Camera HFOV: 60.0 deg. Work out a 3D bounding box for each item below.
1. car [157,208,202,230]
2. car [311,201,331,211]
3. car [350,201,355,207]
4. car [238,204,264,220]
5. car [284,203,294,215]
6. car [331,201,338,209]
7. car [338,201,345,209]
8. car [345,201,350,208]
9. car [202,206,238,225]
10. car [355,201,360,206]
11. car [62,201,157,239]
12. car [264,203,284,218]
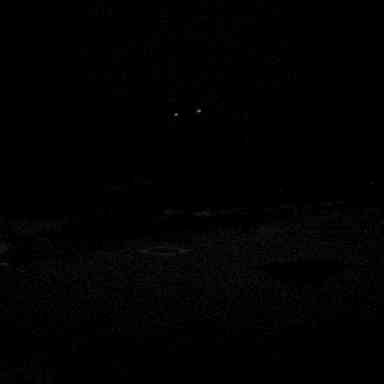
[{"bbox_3d":[-1.433,1.786,22.839,1.802,1.307,4.206,0,-1,35],"label":"car"},{"bbox_3d":[20.476,2.286,53.665,2.008,1.369,4.403,0,-1,35],"label":"car"},{"bbox_3d":[32.995,2.602,71.279,1.947,1.339,4.313,0,-1,35],"label":"car"},{"bbox_3d":[4.827,1.922,31.647,1.947,1.339,4.313,0,-1,35],"label":"car"},{"bbox_3d":[11.087,2.059,40.454,2.008,1.369,4.403,0,-1,35],"label":"car"},{"bbox_3d":[23.508,2.334,57.930,1.752,1.417,4.829,0,-1,35],"label":"car"},{"bbox_3d":[26.736,2.452,62.471,1.947,1.339,4.313,0,-1,35],"label":"car"},{"bbox_3d":[29.866,2.543,66.875,1.802,1.307,4.206,0,-1,35],"label":"car"},{"bbox_3d":[1.599,1.803,27.105,1.752,1.417,4.829,0,-1,35],"label":"car"},{"bbox_3d":[39.254,2.755,80.085,1.947,1.339,4.313,0,-1,35],"label":"car"},{"bbox_3d":[-4.561,1.442,18.440,2.192,1.841,5.009,0,-1,35],"label":"car"},{"bbox_3d":[7.957,1.999,36.050,1.947,1.339,4.313,0,-1,35],"label":"car"}]
